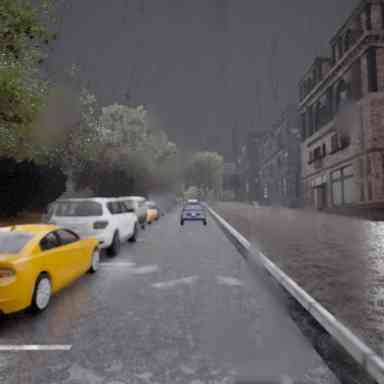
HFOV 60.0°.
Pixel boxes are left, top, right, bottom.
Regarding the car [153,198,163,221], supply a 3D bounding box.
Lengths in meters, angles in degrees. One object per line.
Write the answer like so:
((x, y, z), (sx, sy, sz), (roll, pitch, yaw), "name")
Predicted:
((-3.651, 1.487, 24.599), (1.946, 1.575, 5.366), (0, 0, 2), "car")

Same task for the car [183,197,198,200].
((0.091, 1.557, 42.488), (1.812, 1.442, 4.674), (0, 0, 0), "car")

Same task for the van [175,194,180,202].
((-3.662, 1.306, 57.953), (1.878, 1.987, 4.442), (0, 0, 2), "van")

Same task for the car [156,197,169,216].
((-3.659, 1.495, 29.978), (2.097, 1.535, 5.008), (0, 0, 2), "car")

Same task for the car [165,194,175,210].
((-3.663, 1.383, 41.093), (2.185, 1.767, 4.553), (0, 0, 2), "car")

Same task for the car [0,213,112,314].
((-3.655, 1.482, 7.697), (2.097, 1.535, 5.008), (0, 0, 2), "car")

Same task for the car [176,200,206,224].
((0.095, 1.557, 24.783), (2.033, 1.411, 5.357), (0, 0, 0), "car")

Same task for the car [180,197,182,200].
((-3.668, 1.413, 63.376), (2.185, 1.767, 4.553), (0, 0, 2), "car")

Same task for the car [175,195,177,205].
((-3.663, 1.556, 46.692), (2.002, 1.452, 4.674), (0, 0, 2), "car")

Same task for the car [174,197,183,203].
((-3.657, 2.142, 91.216), (2.097, 1.535, 5.008), (1, -2, 2), "car")

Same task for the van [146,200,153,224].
((-3.653, 1.260, 18.960), (1.878, 1.987, 4.442), (0, 0, 2), "van")

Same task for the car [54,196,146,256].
((-3.655, 1.232, 13.302), (2.435, 2.045, 5.566), (0, 0, 2), "car")
